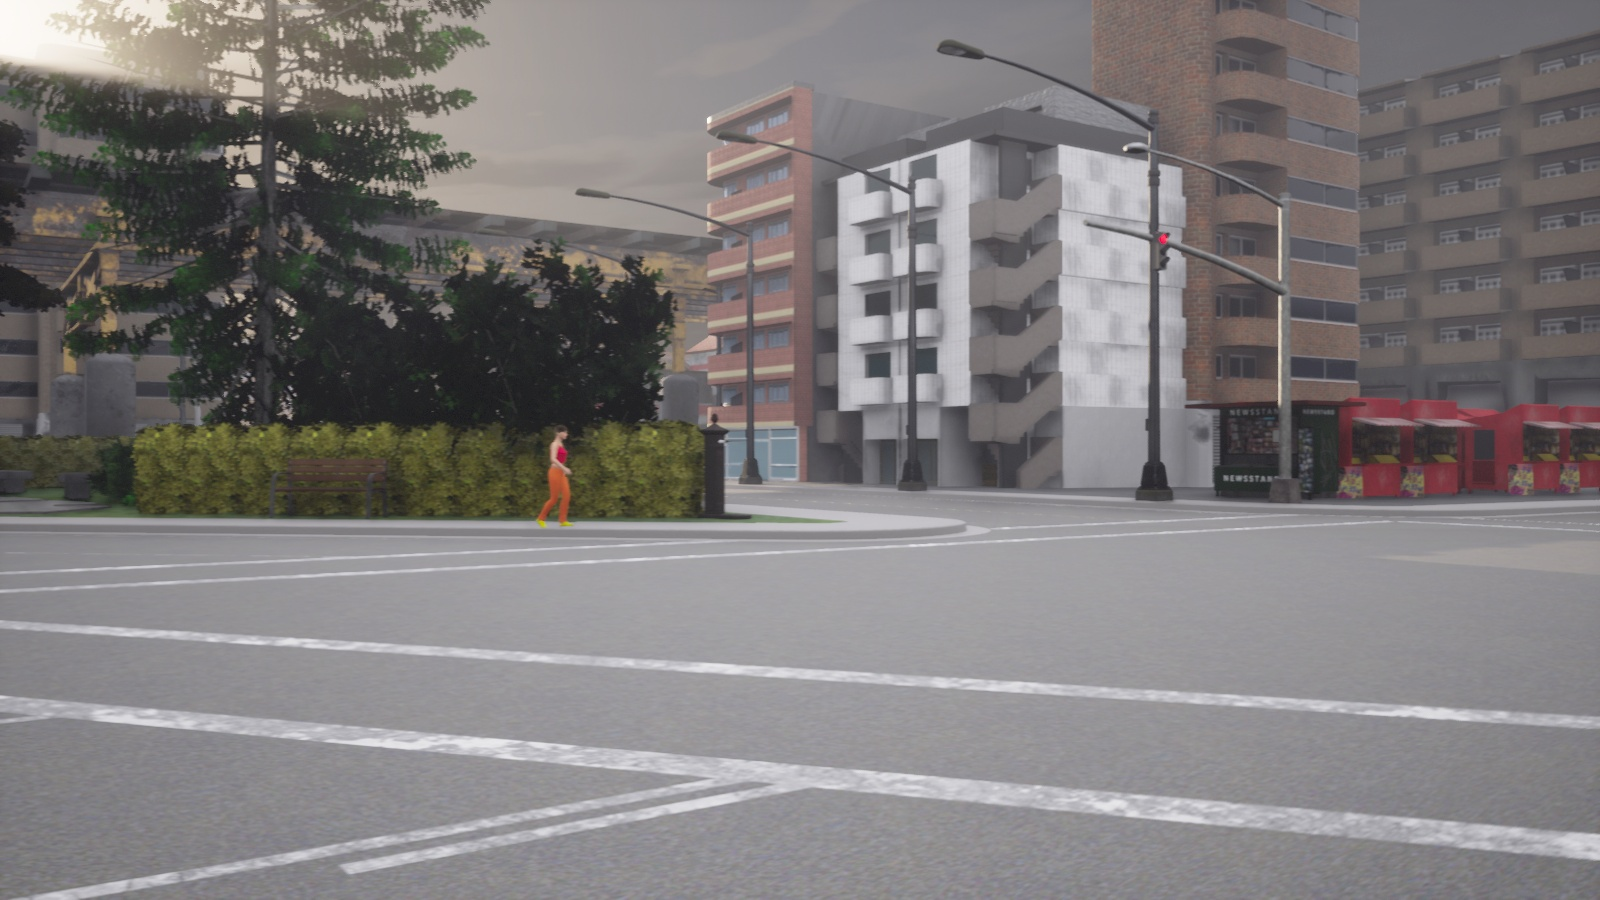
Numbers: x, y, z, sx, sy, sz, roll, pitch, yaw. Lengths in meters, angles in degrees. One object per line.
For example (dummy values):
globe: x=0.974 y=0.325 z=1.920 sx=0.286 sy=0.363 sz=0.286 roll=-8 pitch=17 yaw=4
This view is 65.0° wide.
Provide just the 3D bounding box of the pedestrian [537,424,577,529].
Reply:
pedestrian: x=-4.290 y=0.457 z=22.155 sx=0.594 sy=1.836 sz=0.345 roll=0 pitch=0 yaw=13
